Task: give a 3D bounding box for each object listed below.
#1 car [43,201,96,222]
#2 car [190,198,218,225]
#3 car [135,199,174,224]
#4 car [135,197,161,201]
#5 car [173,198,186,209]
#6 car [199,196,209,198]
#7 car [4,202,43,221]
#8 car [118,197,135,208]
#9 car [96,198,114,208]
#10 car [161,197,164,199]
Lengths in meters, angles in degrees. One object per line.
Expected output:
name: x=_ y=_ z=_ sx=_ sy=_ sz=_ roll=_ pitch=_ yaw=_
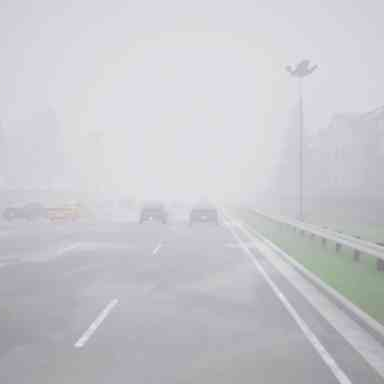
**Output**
car: x=-9.566 y=1.457 z=26.466 sx=1.882 sy=1.535 sz=5.008 roll=0 pitch=0 yaw=2
car: x=0.854 y=1.476 z=23.979 sx=1.882 sy=1.535 sz=5.008 roll=0 pitch=0 yaw=2
car: x=-2.631 y=1.496 z=24.488 sx=1.837 sy=1.490 sz=4.892 roll=0 pitch=0 yaw=2
car: x=-5.595 y=1.548 z=42.933 sx=1.994 sy=1.385 sz=4.181 roll=0 pitch=0 yaw=2
car: x=-1.956 y=1.516 z=45.972 sx=1.812 sy=1.442 sz=4.674 roll=0 pitch=0 yaw=3
car: x=1.602 y=1.349 z=45.605 sx=2.097 sy=1.767 sz=4.553 roll=0 pitch=0 yaw=2
car: x=-13.064 y=1.499 z=26.578 sx=1.812 sy=1.442 sz=4.674 roll=0 pitch=0 yaw=2
car: x=-8.939 y=1.484 z=46.441 sx=1.837 sy=1.490 sz=4.892 roll=0 pitch=0 yaw=3
car: x=-12.428 y=1.536 z=46.785 sx=1.994 sy=1.385 sz=4.181 roll=0 pitch=0 yaw=2
car: x=-5.249 y=1.531 z=52.931 sx=2.033 sy=1.411 sz=5.357 roll=0 pitch=0 yaw=2
